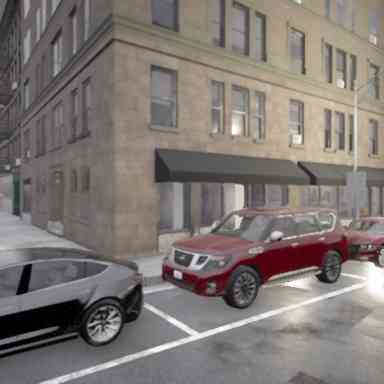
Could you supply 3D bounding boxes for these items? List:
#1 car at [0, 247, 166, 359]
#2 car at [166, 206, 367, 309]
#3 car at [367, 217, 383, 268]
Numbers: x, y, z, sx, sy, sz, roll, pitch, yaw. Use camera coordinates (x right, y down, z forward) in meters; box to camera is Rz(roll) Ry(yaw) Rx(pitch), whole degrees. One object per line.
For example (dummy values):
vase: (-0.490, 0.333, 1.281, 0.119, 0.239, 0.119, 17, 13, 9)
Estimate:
car: (-2.775, 1.565, 4.783, 4.313, 1.339, 1.947, 0, 0, -36)
car: (1.772, 1.310, 8.025, 5.009, 1.841, 2.192, 0, 0, -35)
car: (6.320, 1.534, 11.270, 4.507, 1.381, 1.887, 0, 0, -36)
